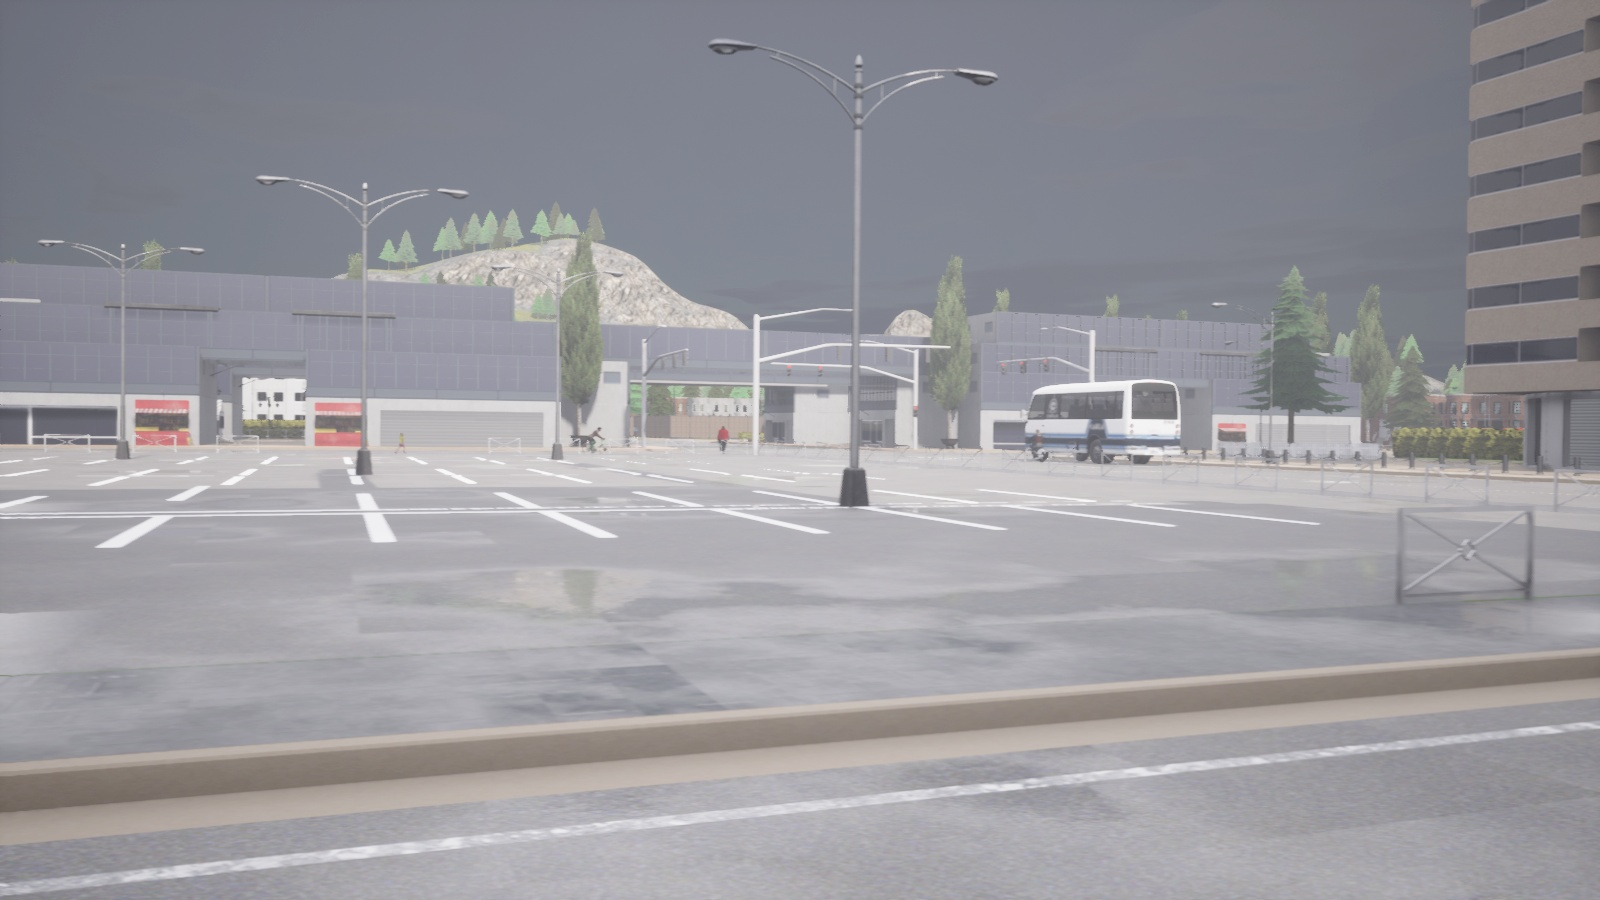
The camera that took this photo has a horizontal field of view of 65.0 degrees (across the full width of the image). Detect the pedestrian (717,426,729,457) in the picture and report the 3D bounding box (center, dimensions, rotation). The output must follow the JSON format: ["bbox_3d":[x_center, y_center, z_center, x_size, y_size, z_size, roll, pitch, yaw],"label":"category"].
[{"bbox_3d":[-4.636,-0.528,75.498,0.634,1.844,0.899,-1,1,-7],"label":"pedestrian"}]

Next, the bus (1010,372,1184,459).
[{"bbox_3d":[15.522,-1.778,66.803,3.944,4.253,10.273,-1,1,-21],"label":"bus"}]
